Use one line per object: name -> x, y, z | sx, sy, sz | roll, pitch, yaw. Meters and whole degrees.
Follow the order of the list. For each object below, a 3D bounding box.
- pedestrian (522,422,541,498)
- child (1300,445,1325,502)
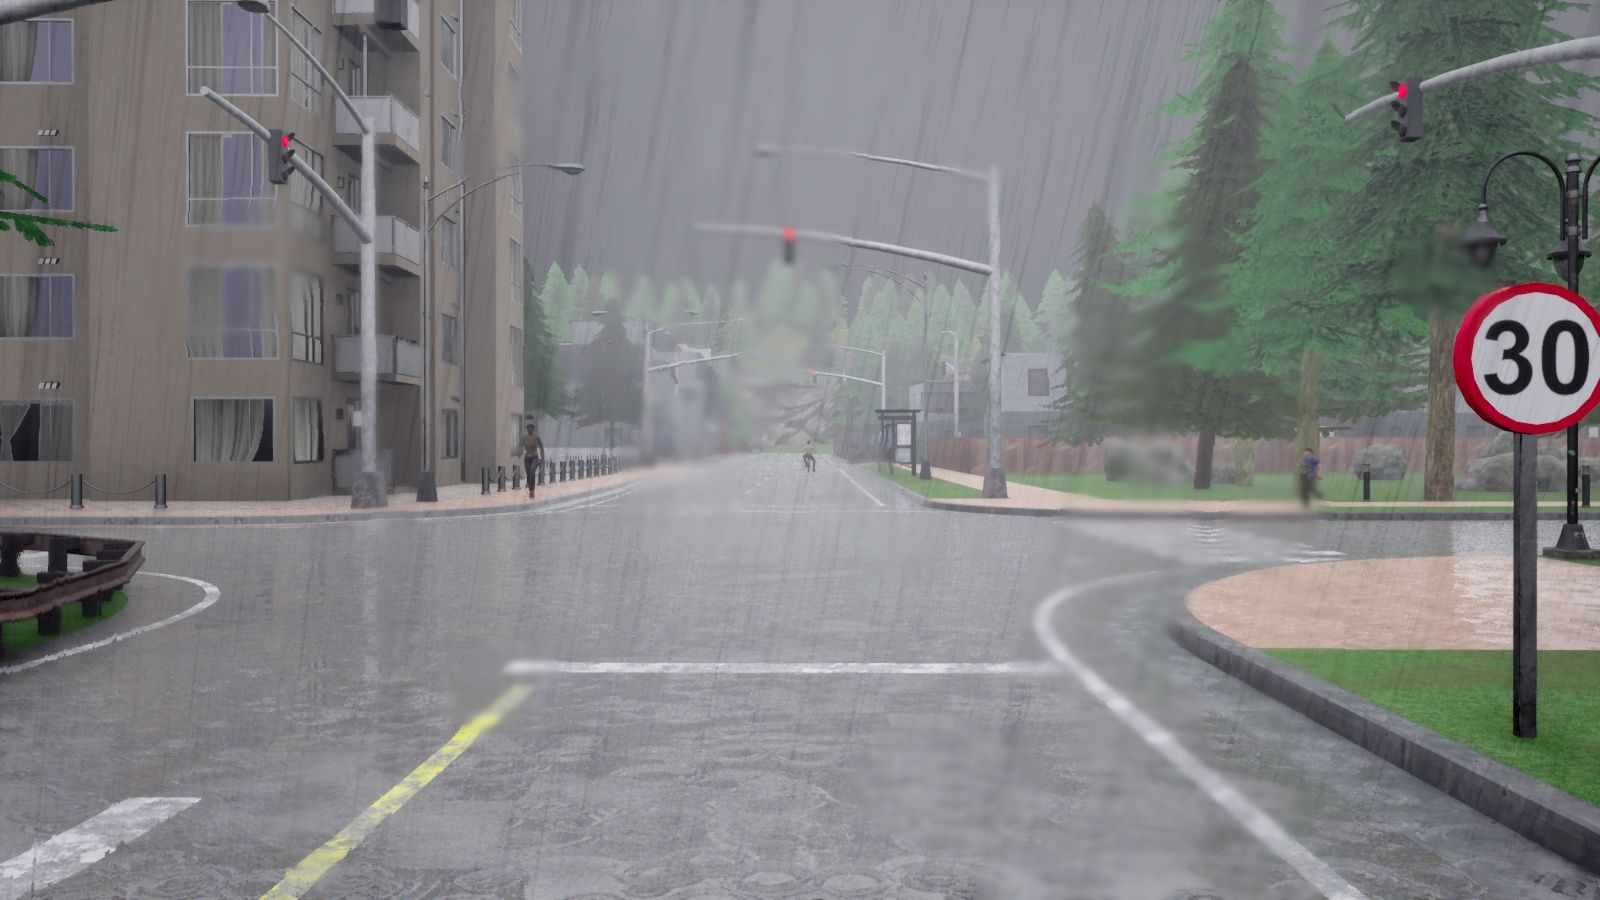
pedestrian -> -6.439, 0.232, 30.109 | 0.328, 1.805, 0.869 | 0, 0, -4
child -> 11.354, 0.519, 27.847 | 0.437, 1.263, 0.270 | 0, 0, -1
